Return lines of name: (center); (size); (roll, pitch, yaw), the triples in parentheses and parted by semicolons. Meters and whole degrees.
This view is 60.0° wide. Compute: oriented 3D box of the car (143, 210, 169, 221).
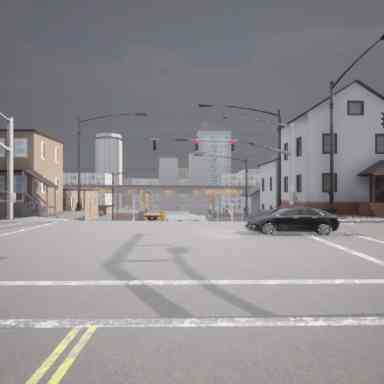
car: (-3.680, 2.536, 33.521); (1.882, 1.535, 5.008); (0, -9, 1)

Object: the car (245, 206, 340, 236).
car: (5.345, 1.510, 17.906); (4.892, 1.490, 1.837); (1, 0, -1)

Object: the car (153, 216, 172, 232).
car: (-3.790, 4.235, 43.744); (2.128, 1.511, 4.902); (0, -13, -1)
